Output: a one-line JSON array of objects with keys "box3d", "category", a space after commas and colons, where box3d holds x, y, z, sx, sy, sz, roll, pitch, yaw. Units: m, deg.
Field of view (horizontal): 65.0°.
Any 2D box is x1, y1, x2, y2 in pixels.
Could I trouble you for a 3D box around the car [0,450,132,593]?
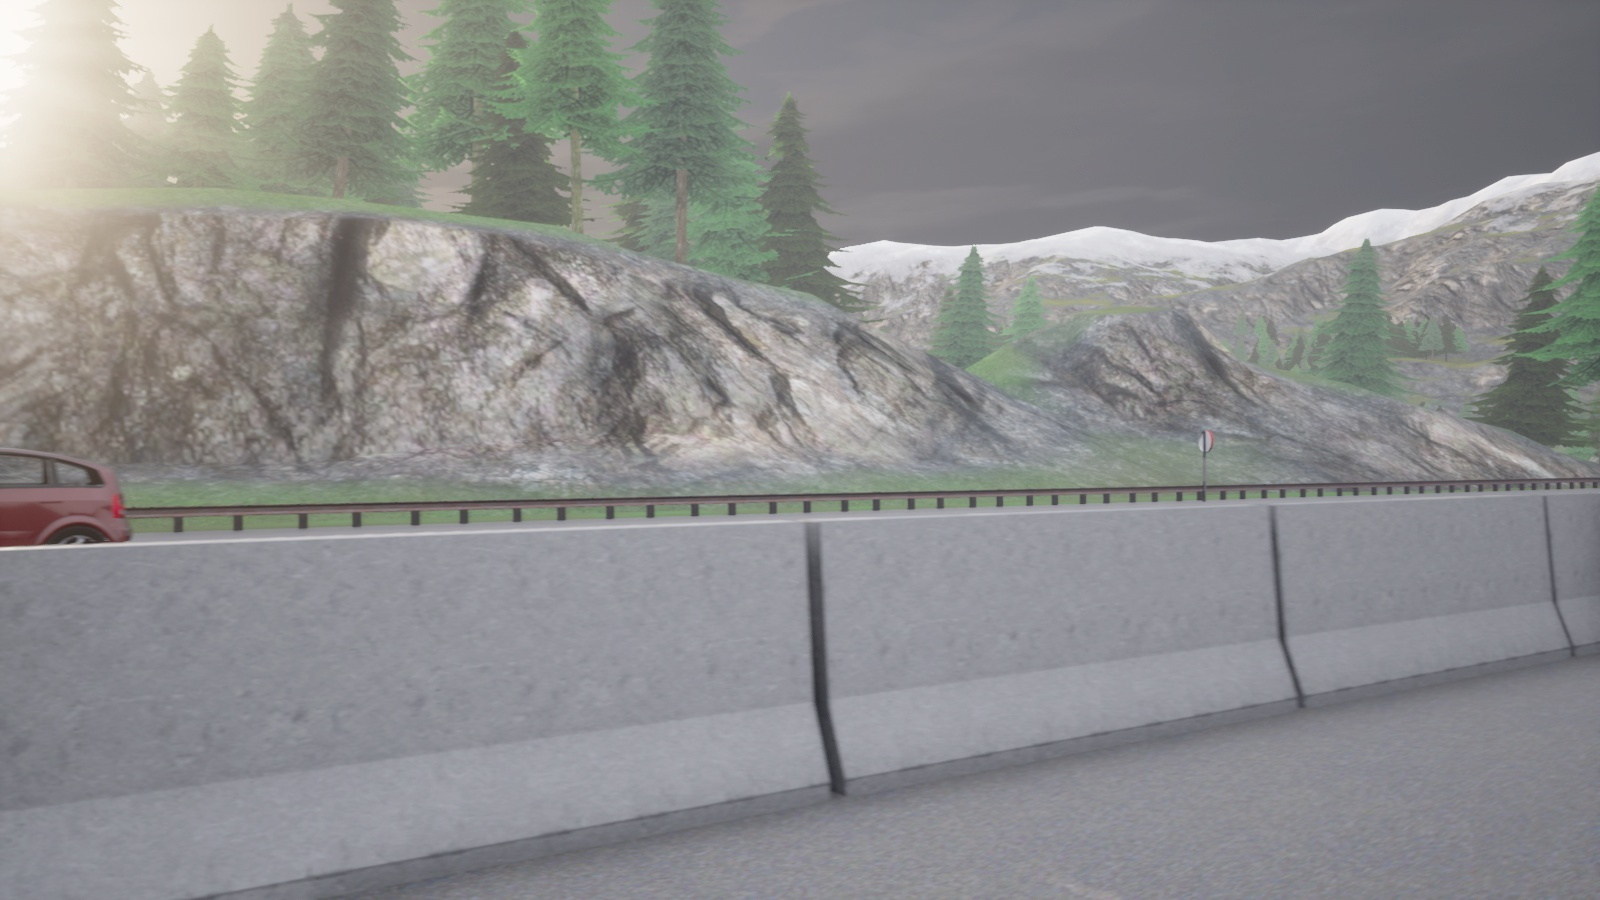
[{"box3d": [-9.655, 0.778, 13.996, 3.705, 1.549, 1.789, 0, 0, -35], "category": "car"}]
